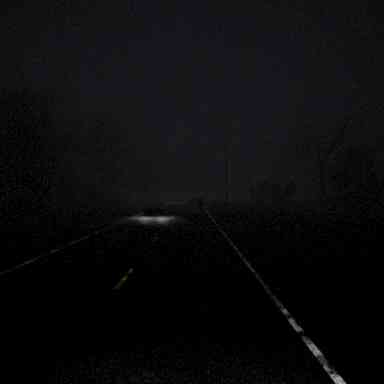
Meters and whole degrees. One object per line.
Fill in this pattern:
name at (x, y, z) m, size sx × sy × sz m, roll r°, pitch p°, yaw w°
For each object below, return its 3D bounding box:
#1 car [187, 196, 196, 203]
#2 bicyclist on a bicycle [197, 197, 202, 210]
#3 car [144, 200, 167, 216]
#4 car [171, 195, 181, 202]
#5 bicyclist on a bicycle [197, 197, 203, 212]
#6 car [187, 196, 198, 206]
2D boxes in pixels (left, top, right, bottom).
car at (-0.036, 1.588, 74.292) m, size 1.994 × 1.385 × 4.181 m, roll 0°, pitch 0°, yaw 0°
bicyclist on a bicycle at (0.942, 1.480, 43.795) m, size 0.582 × 1.620 × 1.656 m, roll 0°, pitch 0°, yaw 0°
car at (-3.612, 1.500, 33.360) m, size 1.882 × 1.535 × 5.008 m, roll 0°, pitch 0°, yaw 0°
car at (-3.537, 1.457, 75.177) m, size 1.812 × 1.442 × 4.674 m, roll 0°, pitch 0°, yaw 0°
bicyclist on a bicycle at (0.946, 1.476, 34.643) m, size 0.582 × 1.620 × 1.656 m, roll 0°, pitch 0°, yaw 0°
car at (0.048, 1.579, 56.321) m, size 2.033 × 1.411 × 5.357 m, roll 0°, pitch 0°, yaw 0°
